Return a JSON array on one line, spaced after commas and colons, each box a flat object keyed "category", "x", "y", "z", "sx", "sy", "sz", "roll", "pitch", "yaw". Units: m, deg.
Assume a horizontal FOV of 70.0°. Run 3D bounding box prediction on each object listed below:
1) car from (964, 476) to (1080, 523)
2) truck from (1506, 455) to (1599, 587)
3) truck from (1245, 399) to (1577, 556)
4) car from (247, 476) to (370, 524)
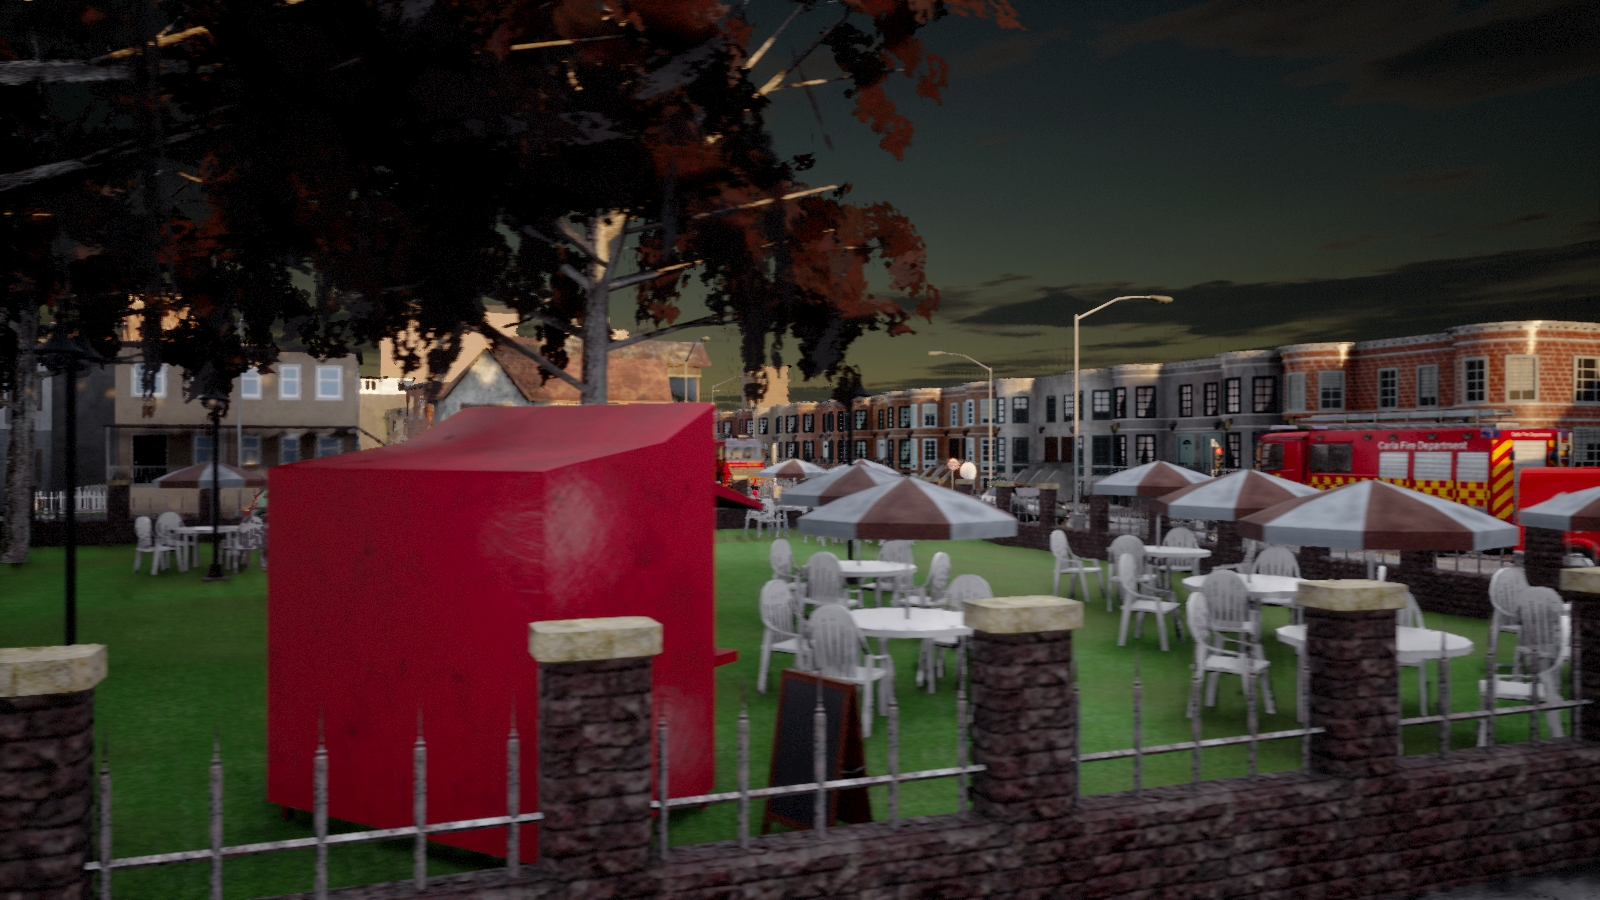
[{"category": "car", "x": 8.345, "y": 1.816, "z": 43.467, "sx": 2.038, "sy": 1.542, "sz": 4.974, "roll": 0, "pitch": 0, "yaw": -20}, {"category": "truck", "x": 16.523, "y": 1.346, "z": 21.304, "sx": 2.627, "sy": 2.467, "sz": 5.204, "roll": 0, "pitch": 0, "yaw": -20}, {"category": "truck", "x": 16.775, "y": 0.671, "z": 32.312, "sx": 2.891, "sy": 3.827, "sz": 8.468, "roll": 0, "pitch": 0, "yaw": -21}, {"category": "car", "x": -17.686, "y": 1.779, "z": 41.323, "sx": 3.988, "sy": 1.617, "sz": 1.851, "roll": 0, "pitch": 0, "yaw": -20}]
